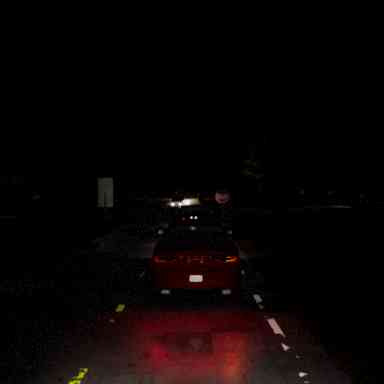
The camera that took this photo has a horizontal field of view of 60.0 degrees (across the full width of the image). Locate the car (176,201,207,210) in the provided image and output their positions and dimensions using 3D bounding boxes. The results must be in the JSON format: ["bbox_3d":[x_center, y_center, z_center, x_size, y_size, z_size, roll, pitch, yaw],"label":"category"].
[{"bbox_3d":[0.090,1.458,18.163,1.837,1.490,4.892,0,0,1],"label":"car"}]

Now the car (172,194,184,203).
[{"bbox_3d":[-3.019,1.482,66.073,1.895,1.301,4.718,0,0,0],"label":"car"}]

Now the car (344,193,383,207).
[{"bbox_3d":[20.315,0.903,38.967,4.674,1.442,1.812,-1,1,0],"label":"car"}]

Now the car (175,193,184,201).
[{"bbox_3d":[-3.098,1.233,81.008,2.097,1.767,4.553,0,0,0],"label":"car"}]

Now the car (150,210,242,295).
[{"bbox_3d":[0.089,1.454,8.670,1.882,1.535,5.008,0,0,0],"label":"car"}]
